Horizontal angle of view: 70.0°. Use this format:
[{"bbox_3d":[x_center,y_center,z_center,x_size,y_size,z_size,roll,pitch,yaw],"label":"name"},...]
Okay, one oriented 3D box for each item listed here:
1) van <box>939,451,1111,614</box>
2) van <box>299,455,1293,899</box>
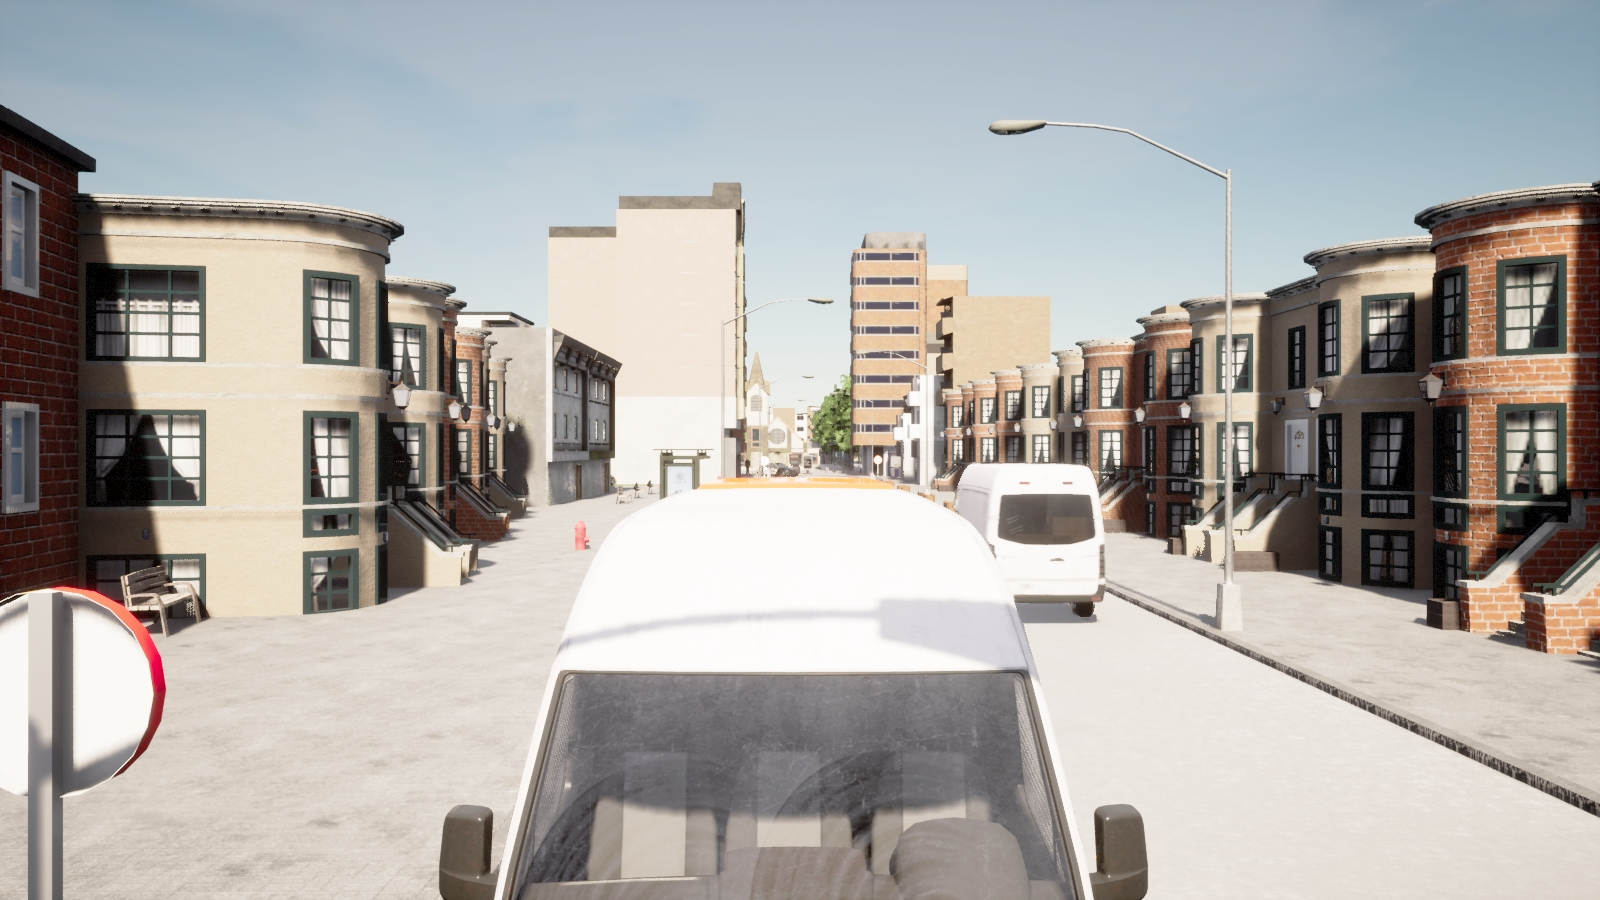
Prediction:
[{"bbox_3d":[3.933,1.315,21.100,1.988,2.561,5.915,0,0,0],"label":"van"},{"bbox_3d":[-0.019,1.314,5.243,1.988,2.561,5.915,0,0,0],"label":"van"}]
